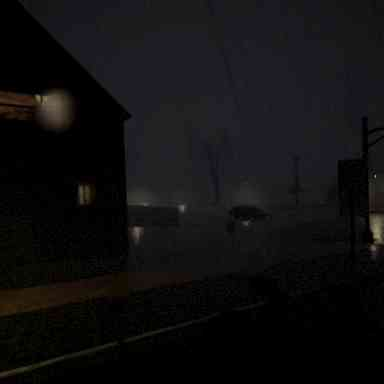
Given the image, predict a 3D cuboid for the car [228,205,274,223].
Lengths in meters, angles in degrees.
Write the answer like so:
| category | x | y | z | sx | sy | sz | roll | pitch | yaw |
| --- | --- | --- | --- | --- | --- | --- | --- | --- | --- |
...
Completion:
| category | x | y | z | sx | sy | sz | roll | pitch | yaw |
| --- | --- | --- | --- | --- | --- | --- | --- | --- | --- |
| car | 5.210 | 1.975 | 30.007 | 1.837 | 1.490 | 4.892 | -3 | 1 | -30 |
